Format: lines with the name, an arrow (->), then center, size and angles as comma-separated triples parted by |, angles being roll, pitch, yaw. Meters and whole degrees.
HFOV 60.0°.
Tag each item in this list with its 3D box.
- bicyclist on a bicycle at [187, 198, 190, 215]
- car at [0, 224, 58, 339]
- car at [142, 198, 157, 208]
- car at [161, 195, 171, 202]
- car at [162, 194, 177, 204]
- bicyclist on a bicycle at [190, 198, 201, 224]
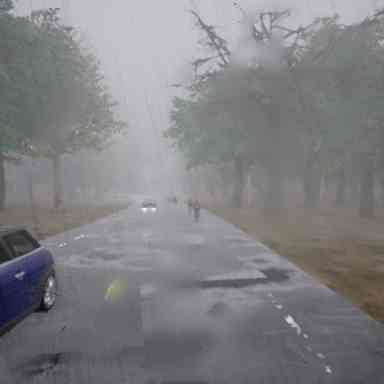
bicyclist on a bicycle -> -0.171, 1.404, 32.420 | 0.582, 1.620, 1.656 | 0, 0, -4
car -> -3.665, 1.350, 4.632 | 2.097, 1.767, 4.553 | 0, 0, -1
car -> -5.863, 1.506, 46.294 | 1.994, 1.385, 4.181 | 0, 0, -5
car -> -5.874, 1.421, 75.492 | 1.895, 1.301, 4.718 | 0, 0, -9
car -> -3.844, 1.228, 61.193 | 2.097, 1.767, 4.553 | 0, 0, -7
bicyclist on a bicycle -> 0.352, 1.419, 23.371 | 0.582, 1.620, 1.656 | 0, 0, -3
